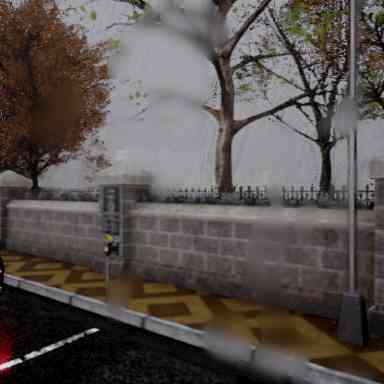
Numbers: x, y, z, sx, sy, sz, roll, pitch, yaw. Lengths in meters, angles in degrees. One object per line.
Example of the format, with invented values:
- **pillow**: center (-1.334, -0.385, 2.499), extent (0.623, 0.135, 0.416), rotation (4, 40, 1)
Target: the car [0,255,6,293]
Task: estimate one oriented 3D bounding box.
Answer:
- **car**: center (-5.874, 1.507, 7.166), extent (4.892, 1.490, 1.837), rotation (0, 0, 36)
